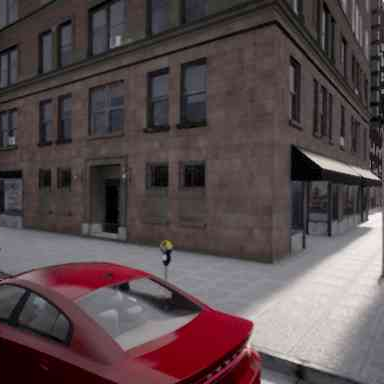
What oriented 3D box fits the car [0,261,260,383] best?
[{"bbox_3d":[-1.466,1.505,3.852,4.507,1.381,1.887,1,1,35],"label":"car"}]
